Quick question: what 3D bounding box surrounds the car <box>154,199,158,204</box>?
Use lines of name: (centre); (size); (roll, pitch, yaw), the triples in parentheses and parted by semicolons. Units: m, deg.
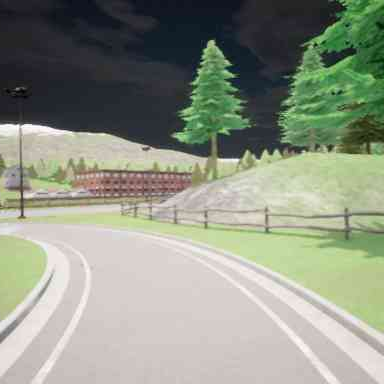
car: (-5.844, 1.669, 68.487); (1.812, 1.442, 4.674); (-1, 0, 44)

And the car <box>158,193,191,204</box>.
car: (-3.353, 1.312, 66.046); (2.150, 2.045, 5.566); (-1, 0, 45)
